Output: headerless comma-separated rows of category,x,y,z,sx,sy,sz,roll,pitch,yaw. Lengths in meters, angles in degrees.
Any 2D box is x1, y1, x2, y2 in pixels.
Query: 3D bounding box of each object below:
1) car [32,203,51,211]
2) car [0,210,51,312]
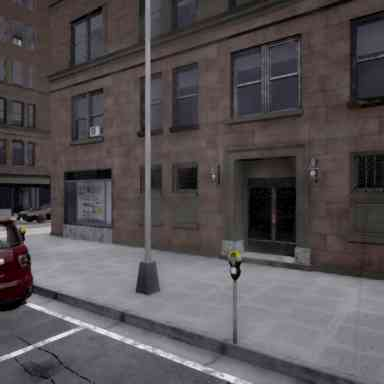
car,-10.254,1.502,25.184,2.033,1.411,5.357,0,0,36
car,-5.082,1.315,6.423,5.009,1.841,2.192,0,0,35
